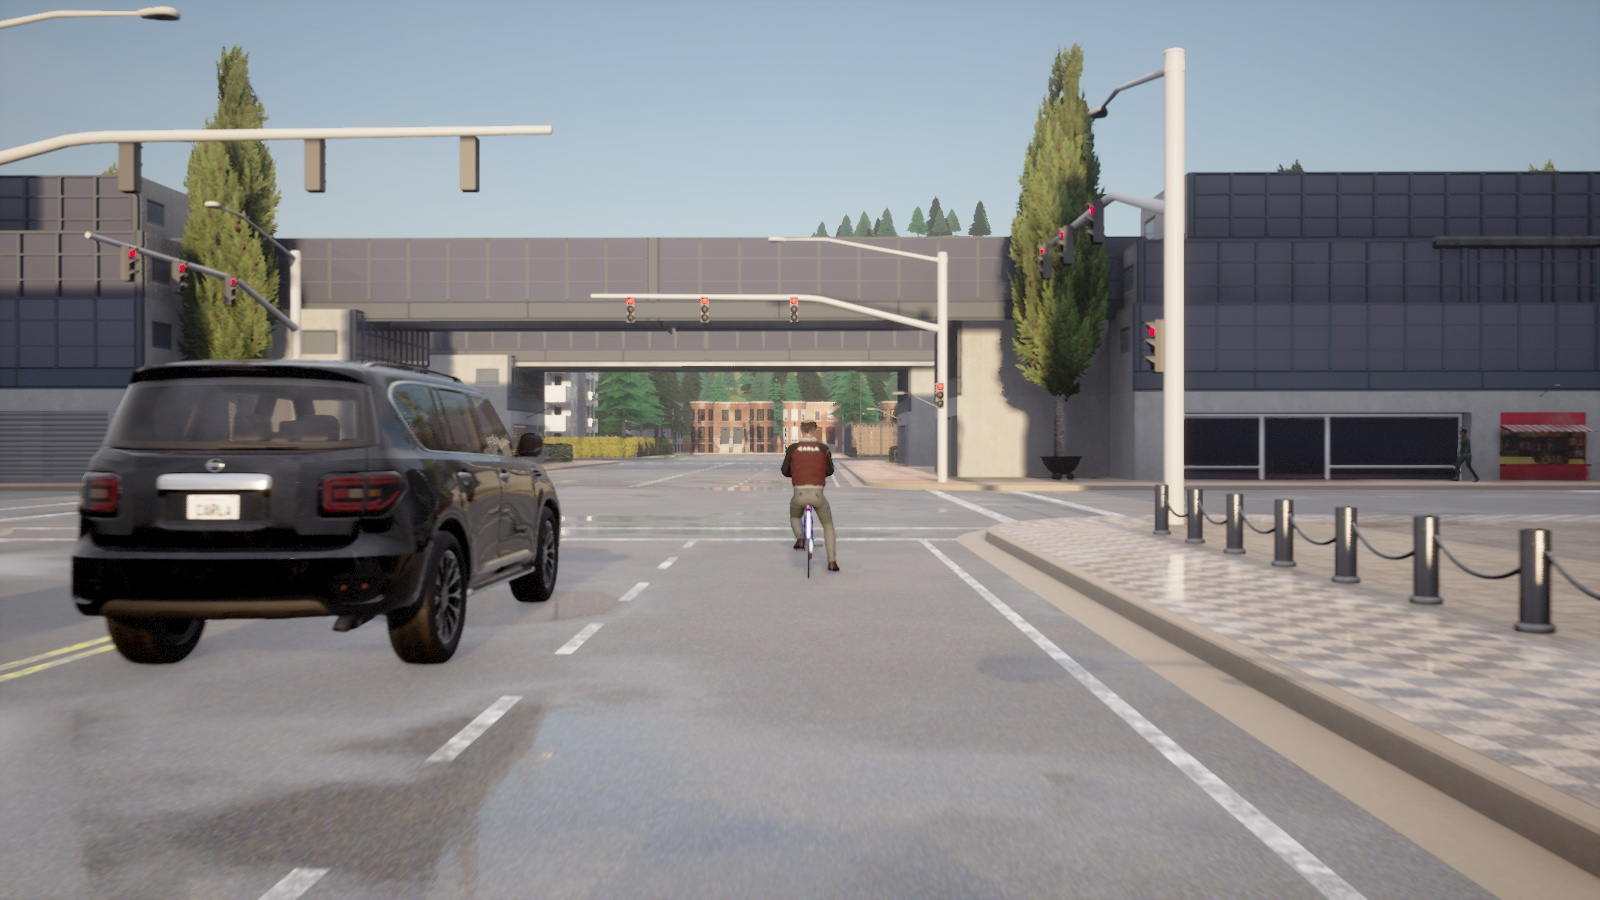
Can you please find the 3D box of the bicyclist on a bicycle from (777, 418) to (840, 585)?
[{"bbox_3d":[0.096,0.537,14.225,0.659,1.776,1.843,0,1,0],"label":"bicyclist on a bicycle"}]

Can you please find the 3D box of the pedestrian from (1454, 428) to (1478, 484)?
[{"bbox_3d":[22.127,0.188,41.732,0.614,1.847,0.353,0,0,-2],"label":"pedestrian"}]

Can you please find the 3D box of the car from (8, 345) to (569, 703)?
[{"bbox_3d":[-3.428,0.407,9.946,2.150,2.045,5.566,0,0,0],"label":"car"}]
